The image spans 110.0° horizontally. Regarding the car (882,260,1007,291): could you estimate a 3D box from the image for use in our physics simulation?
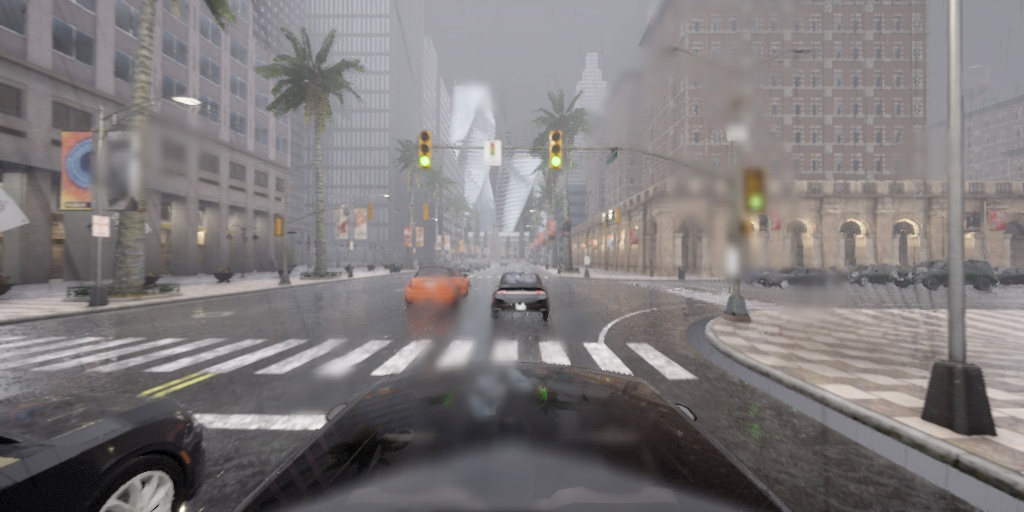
[{"bbox_3d":[29.586,1.274,24.694,5.566,2.045,2.150,0,0,1],"label":"car"}]

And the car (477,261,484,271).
[{"bbox_3d":[-6.019,1.689,56.740,1.994,1.385,4.181,0,0,2],"label":"car"}]

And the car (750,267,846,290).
[{"bbox_3d":[19.723,1.514,24.852,4.892,1.490,1.837,0,0,0],"label":"car"}]

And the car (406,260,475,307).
[{"bbox_3d":[-3.145,1.193,16.188,2.097,1.767,4.553,0,0,1],"label":"car"}]

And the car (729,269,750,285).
[{"bbox_3d":[19.571,1.598,28.352,4.181,1.385,1.994,0,0,1],"label":"car"}]

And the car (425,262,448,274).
[{"bbox_3d":[-9.770,1.541,46.929,1.837,1.490,4.892,0,0,1],"label":"car"}]

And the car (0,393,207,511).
[{"bbox_3d":[-3.171,1.233,0.710,1.837,1.490,4.892,0,0,-2],"label":"car"}]

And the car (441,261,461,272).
[{"bbox_3d":[-9.532,1.597,56.249,2.128,1.511,4.902,0,0,1],"label":"car"}]

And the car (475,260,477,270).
[{"bbox_3d":[-6.250,1.564,47.852,1.837,1.490,4.892,0,0,1],"label":"car"}]

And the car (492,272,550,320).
[{"bbox_3d":[0.300,1.326,13.047,2.128,1.511,4.902,0,0,1],"label":"car"}]

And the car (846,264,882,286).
[{"bbox_3d":[28.156,1.424,28.218,4.553,1.767,2.097,0,0,1],"label":"car"}]

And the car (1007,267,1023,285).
[{"bbox_3d":[38.222,1.594,28.059,5.008,1.535,1.882,0,0,1],"label":"car"}]
